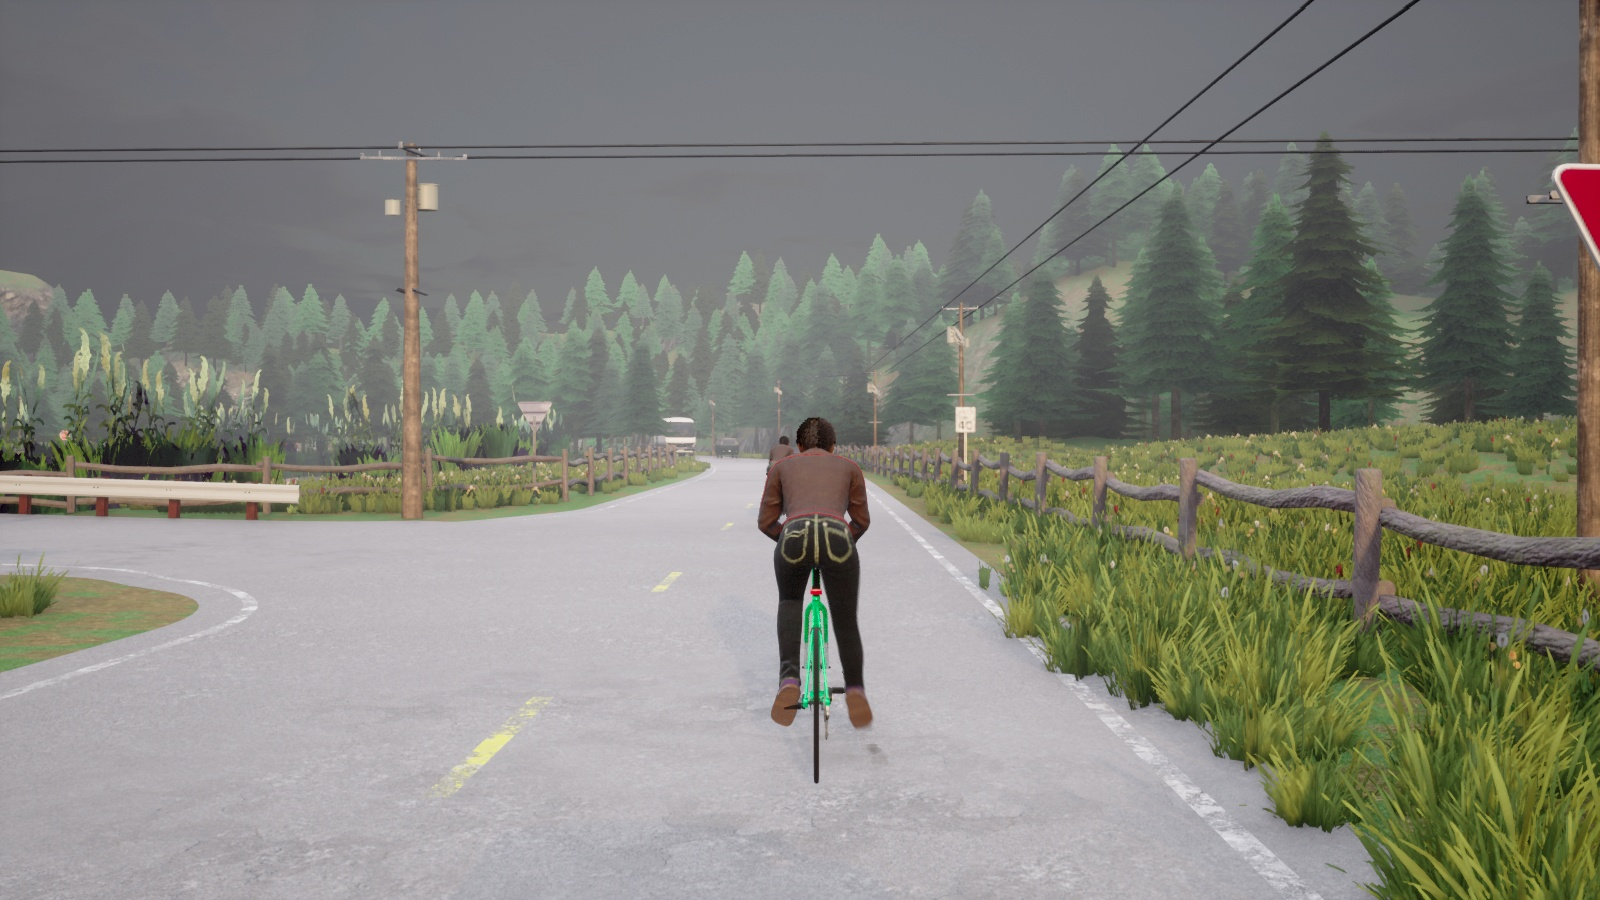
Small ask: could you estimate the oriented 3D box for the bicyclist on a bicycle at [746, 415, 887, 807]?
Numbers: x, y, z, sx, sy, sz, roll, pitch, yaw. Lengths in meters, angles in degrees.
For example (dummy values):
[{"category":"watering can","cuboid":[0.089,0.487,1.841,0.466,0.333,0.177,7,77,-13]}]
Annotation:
[{"category":"bicyclist on a bicycle","cuboid":[0.076,0.665,6.022,0.582,1.620,1.656,0,0,1]}]
